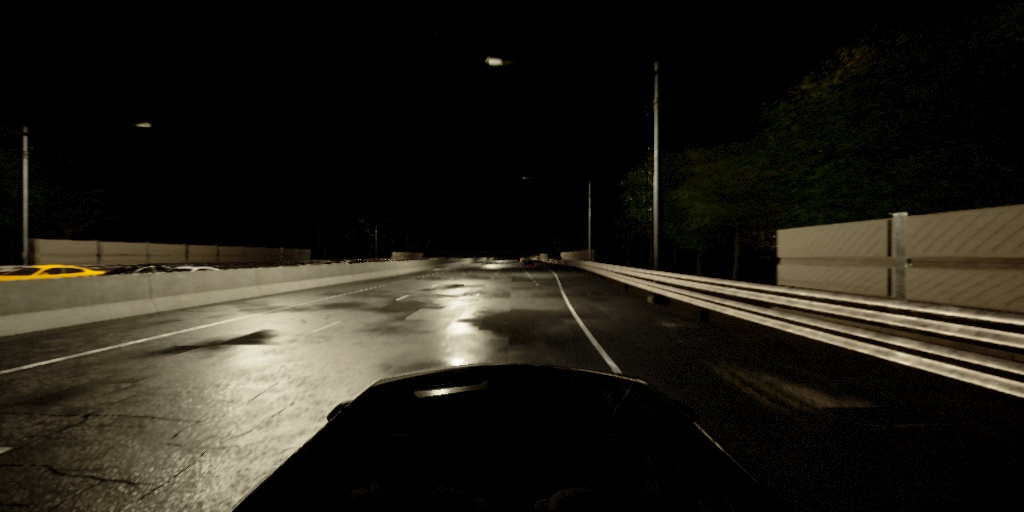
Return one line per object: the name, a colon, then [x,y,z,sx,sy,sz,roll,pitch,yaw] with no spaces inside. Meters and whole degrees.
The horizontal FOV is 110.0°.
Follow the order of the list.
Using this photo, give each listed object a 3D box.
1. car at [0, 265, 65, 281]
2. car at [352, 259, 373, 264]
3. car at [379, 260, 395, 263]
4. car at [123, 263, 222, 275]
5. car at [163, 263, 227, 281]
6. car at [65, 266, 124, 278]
car: [-24.579,1.233,18.788,1.882,1.535,5.008,0,0,0]
car: [-24.507,1.286,58.809,2.128,1.511,4.902,0,0,1]
car: [-20.994,1.333,60.513,2.033,1.411,5.357,0,0,0]
car: [-17.580,1.281,19.501,1.812,1.442,4.674,0,0,0]
car: [-27.336,1.327,31.156,1.994,1.385,4.181,0,0,-3]
car: [-21.078,1.262,20.195,1.837,1.490,4.892,0,0,0]
